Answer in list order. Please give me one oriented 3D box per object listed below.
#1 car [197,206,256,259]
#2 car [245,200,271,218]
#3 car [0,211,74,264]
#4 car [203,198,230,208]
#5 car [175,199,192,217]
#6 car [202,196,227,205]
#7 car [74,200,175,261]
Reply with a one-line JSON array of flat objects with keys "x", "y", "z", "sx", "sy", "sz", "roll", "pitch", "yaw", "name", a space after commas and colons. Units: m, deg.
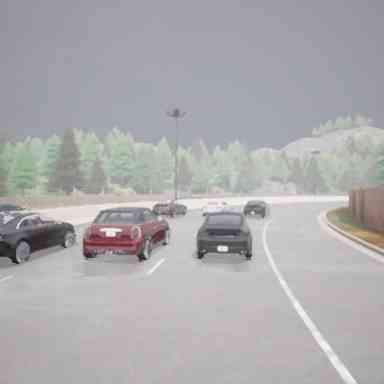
[{"x": 1.306, "y": 1.488, "z": 12.575, "sx": 1.837, "sy": 1.490, "sz": 4.892, "roll": 0, "pitch": 0, "yaw": 9, "name": "car"}, {"x": 5.864, "y": 1.474, "z": 29.872, "sx": 1.837, "sy": 1.490, "sz": 4.892, "roll": 0, "pitch": 0, "yaw": 20, "name": "car"}, {"x": -5.891, "y": 1.458, "z": 11.687, "sx": 2.128, "sy": 1.511, "sz": 4.902, "roll": 0, "pitch": 0, "yaw": 7, "name": "car"}, {"x": 2.350, "y": 1.485, "z": 30.456, "sx": 1.812, "sy": 1.442, "sz": 4.674, "roll": 0, "pitch": 0, "yaw": 20, "name": "car"}, {"x": -1.864, "y": 1.442, "z": 28.967, "sx": 2.128, "sy": 1.511, "sz": 4.902, "roll": 0, "pitch": 0, "yaw": 18, "name": "car"}, {"x": 3.911, "y": 1.400, "z": 56.616, "sx": 1.882, "sy": 1.535, "sz": 5.008, "roll": 0, "pitch": 0, "yaw": 35, "name": "car"}, {"x": -2.233, "y": 1.327, "z": 12.487, "sx": 2.097, "sy": 1.767, "sz": 4.553, "roll": 0, "pitch": 0, "yaw": 8, "name": "car"}]
